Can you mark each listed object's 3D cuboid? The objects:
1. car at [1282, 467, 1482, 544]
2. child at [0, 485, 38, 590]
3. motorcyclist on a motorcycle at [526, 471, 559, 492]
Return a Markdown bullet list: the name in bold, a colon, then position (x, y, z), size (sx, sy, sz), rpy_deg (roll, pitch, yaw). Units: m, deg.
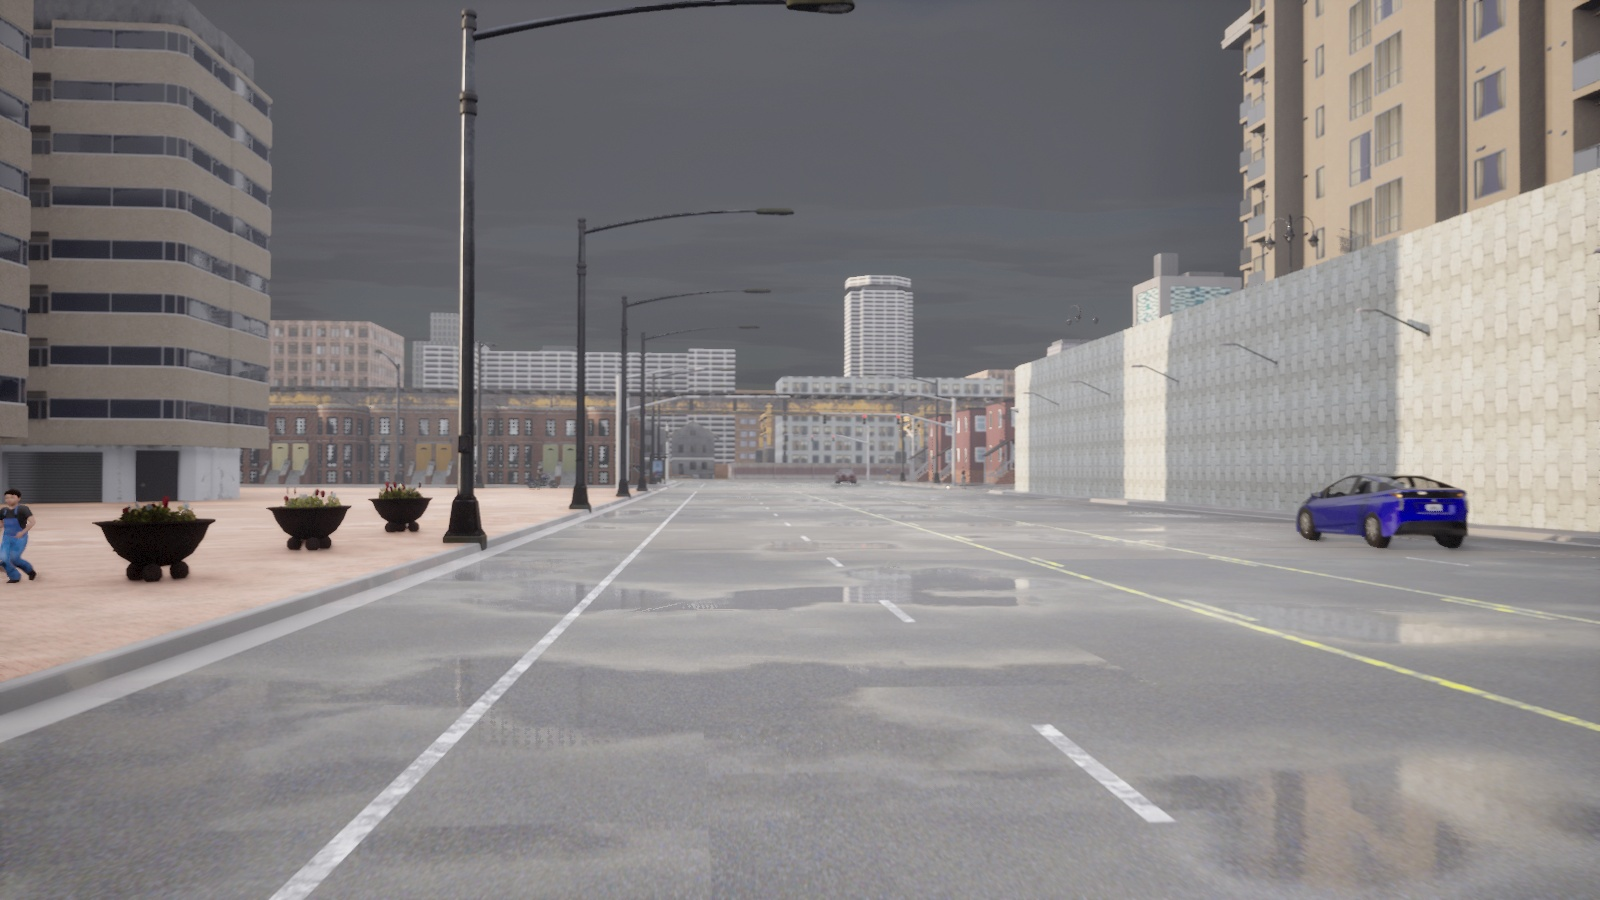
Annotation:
- **car**: position (12.468, 1.146, 27.257), size (2.007, 1.525, 4.514), rpy_deg (0, -1, -4)
- **child**: position (-9.628, 1.070, 15.437), size (0.270, 1.263, 0.437), rpy_deg (0, -1, -3)
- **motorcyclist on a motorcycle**: position (-19.708, 2.397, 96.074), size (2.350, 1.649, 0.766), rpy_deg (0, -1, -4)
